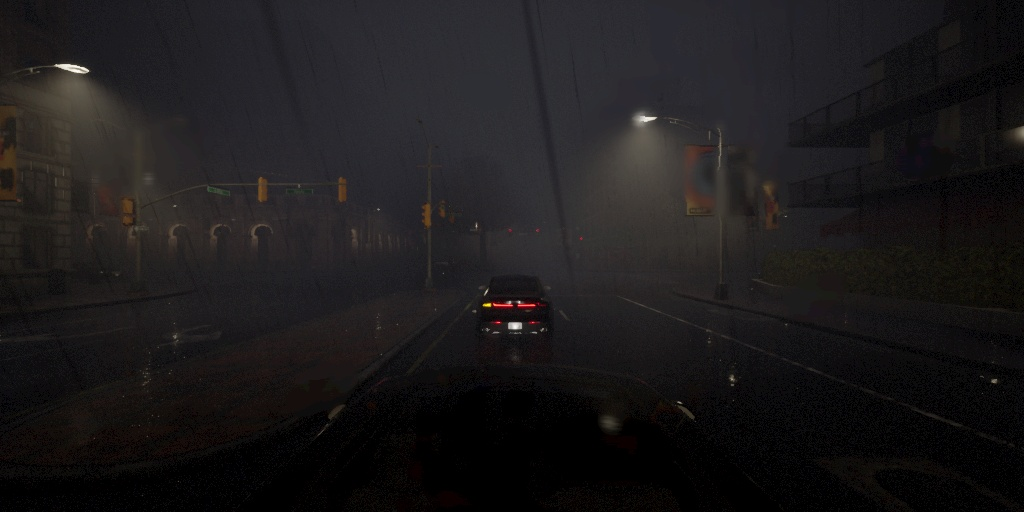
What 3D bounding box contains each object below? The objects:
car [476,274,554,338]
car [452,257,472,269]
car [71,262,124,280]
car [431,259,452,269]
[{"bbox_3d":[0.077,1.255,10.142,1.837,1.490,4.892,0,0,0],"label":"car"},{"bbox_3d":[-8.051,1.276,58.339,1.812,1.442,4.674,0,0,0],"label":"car"},{"bbox_3d":[-33.899,1.241,28.542,4.902,1.511,2.128,0,0,0],"label":"car"},{"bbox_3d":[-11.541,1.276,58.564,1.812,1.442,4.674,0,0,0],"label":"car"}]
